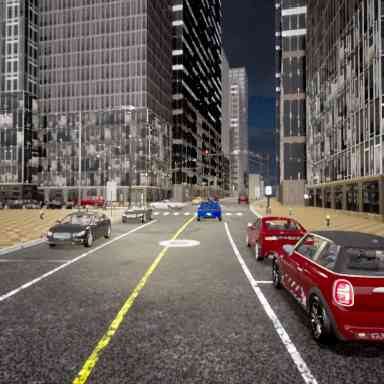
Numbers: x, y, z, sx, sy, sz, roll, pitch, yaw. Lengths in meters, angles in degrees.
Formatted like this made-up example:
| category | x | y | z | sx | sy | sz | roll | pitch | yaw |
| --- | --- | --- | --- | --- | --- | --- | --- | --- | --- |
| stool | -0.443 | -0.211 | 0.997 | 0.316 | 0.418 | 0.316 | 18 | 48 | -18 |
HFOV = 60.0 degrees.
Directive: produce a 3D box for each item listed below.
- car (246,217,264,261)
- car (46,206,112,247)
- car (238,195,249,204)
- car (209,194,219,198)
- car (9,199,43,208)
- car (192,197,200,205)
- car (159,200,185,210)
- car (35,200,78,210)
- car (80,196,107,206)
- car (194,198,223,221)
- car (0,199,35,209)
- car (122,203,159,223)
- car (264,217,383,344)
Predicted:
| category | x | y | z | sx | sy | sz | roll | pitch | yaw |
| --- | --- | --- | --- | --- | --- | --- | --- | --- | --- |
| car | 3.007 | 1.547 | 11.998 | 1.887 | 1.381 | 4.507 | 1 | 0 | 3 |
| car | -4.880 | 1.561 | 14.906 | 2.008 | 1.369 | 4.403 | 1 | 0 | 3 |
| car | 10.079 | 1.410 | 65.113 | 2.192 | 1.841 | 5.009 | 1 | 0 | 13 |
| car | 5.157 | 1.491 | 78.798 | 2.192 | 1.841 | 5.009 | 1 | 0 | 14 |
| car | -26.033 | 1.833 | 52.209 | 4.403 | 1.369 | 2.008 | 0 | -1 | 13 |
| car | 1.162 | 1.640 | 62.559 | 1.752 | 1.417 | 4.829 | 1 | 0 | 12 |
| car | -3.336 | 1.676 | 42.935 | 4.718 | 1.301 | 1.895 | -1 | -1 | 38 |
| car | -16.958 | 1.637 | 41.959 | 4.313 | 1.339 | 1.947 | 0 | -1 | 13 |
| car | -15.147 | 1.535 | 49.631 | 5.009 | 1.841 | 2.192 | 0 | -1 | 13 |
| car | 1.480 | 1.494 | 27.165 | 1.882 | 1.535 | 5.008 | 0 | 0 | 5 |
| car | -22.399 | 1.653 | 43.249 | 4.403 | 1.369 | 2.008 | 0 | -1 | 13 |
| car | -4.129 | 1.573 | 25.696 | 2.008 | 1.369 | 4.403 | 1 | 0 | 5 |
| car | 2.815 | 1.441 | 6.358 | 1.967 | 1.590 | 4.097 | 1 | 0 | 2 |
